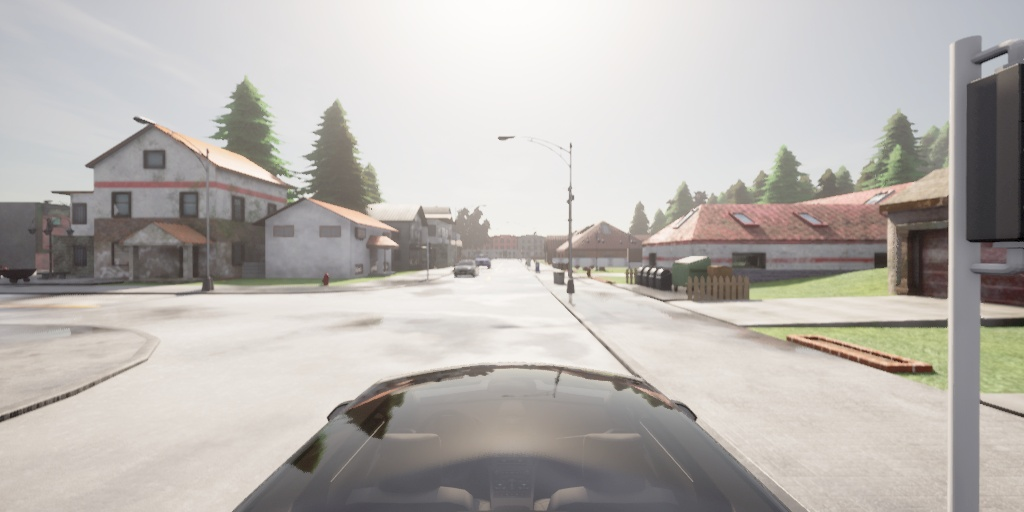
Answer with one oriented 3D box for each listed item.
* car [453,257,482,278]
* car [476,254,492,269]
[{"bbox_3d":[-4.082,1.119,32.425,1.837,1.490,4.892,0,1,0],"label":"car"},{"bbox_3d":[-4.060,0.762,50.237,2.150,2.045,5.566,0,0,0],"label":"car"}]
